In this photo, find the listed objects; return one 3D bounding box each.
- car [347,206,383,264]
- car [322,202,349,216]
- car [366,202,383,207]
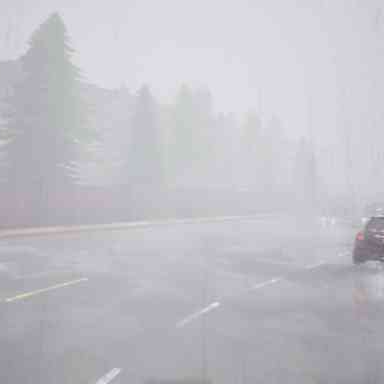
[{"bbox_3d":[7.341,1.557,11.695,2.097,1.767,4.553,2,0,41],"label":"car"},{"bbox_3d":[16.543,1.956,38.213,2.128,1.511,4.902,2,0,42],"label":"car"},{"bbox_3d":[21.273,1.947,38.259,2.097,1.767,4.553,2,0,42],"label":"car"}]
